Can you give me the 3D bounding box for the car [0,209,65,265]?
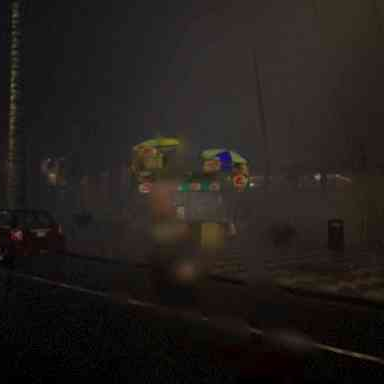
[{"bbox_3d":[-6.730,1.393,12.029,4.553,1.767,2.185,0,-1,32],"label":"car"}]
